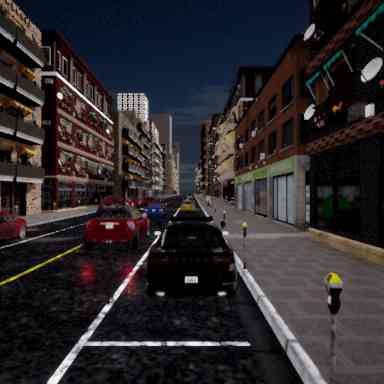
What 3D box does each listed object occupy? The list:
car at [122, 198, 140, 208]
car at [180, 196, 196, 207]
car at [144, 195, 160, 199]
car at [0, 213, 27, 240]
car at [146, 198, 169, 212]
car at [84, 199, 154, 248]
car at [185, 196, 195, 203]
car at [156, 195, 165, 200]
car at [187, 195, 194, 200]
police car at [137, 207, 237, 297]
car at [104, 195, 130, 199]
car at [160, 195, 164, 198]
[{"bbox_3d":[-8.834,1.543,48.430,1.887,1.381,4.507,0,0,0],"label":"car"},{"bbox_3d":[-0.454,1.524,37.323,1.752,1.417,4.829,0,0,0],"label":"car"},{"bbox_3d":[-6.150,1.477,47.998,1.882,1.535,5.008,0,0,0],"label":"car"},{"bbox_3d":[-8.835,1.583,14.612,1.802,1.307,4.206,0,0,0],"label":"car"},{"bbox_3d":[-3.144,1.547,29.734,2.033,1.411,5.357,0,0,0],"label":"car"},{"bbox_3d":[-3.144,1.351,14.824,2.097,1.767,4.553,0,0,0],"label":"car"},{"bbox_3d":[-0.453,1.545,70.970,2.008,1.369,4.403,0,0,0],"label":"car"},{"bbox_3d":[-8.834,1.539,93.519,2.008,1.369,4.403,0,0,0],"label":"car"},{"bbox_3d":[-0.452,1.513,93.685,1.752,1.417,4.829,0,0,0],"label":"car"},{"bbox_3d":[-0.011,1.425,8.759,1.930,1.638,5.238,0,0,0],"label":"police car"},{"bbox_3d":[-8.833,1.314,37.157,2.192,1.841,5.009,0,0,0],"label":"car"},{"bbox_3d":[-8.834,1.540,87.882,2.008,1.369,4.403,0,0,0],"label":"car"}]
